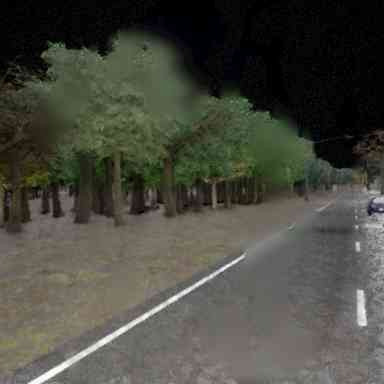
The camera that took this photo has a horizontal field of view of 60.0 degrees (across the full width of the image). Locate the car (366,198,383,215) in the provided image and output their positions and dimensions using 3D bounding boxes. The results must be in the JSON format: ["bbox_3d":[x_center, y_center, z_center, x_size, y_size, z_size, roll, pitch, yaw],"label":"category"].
[{"bbox_3d":[16.287,1.203,28.919,1.812,1.442,4.674,-1,0,26],"label":"car"}]
